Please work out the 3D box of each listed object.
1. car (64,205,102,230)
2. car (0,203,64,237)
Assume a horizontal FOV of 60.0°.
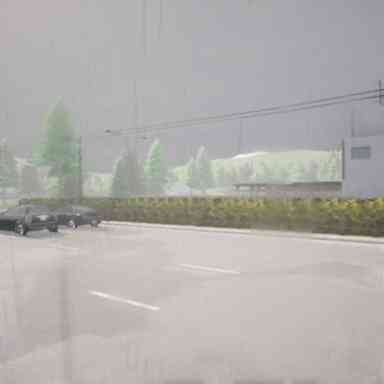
[{"bbox_3d":[-8.260,1.694,22.780,4.892,1.490,1.837,-1,0,35],"label":"car"},{"bbox_3d":[-9.990,1.537,19.713,4.553,1.767,2.097,-1,0,35],"label":"car"}]
